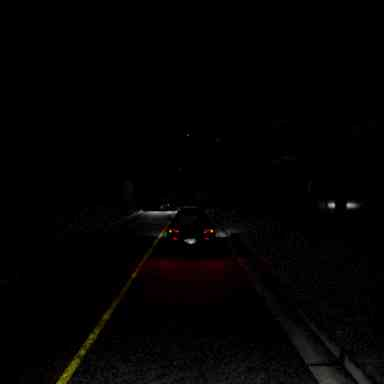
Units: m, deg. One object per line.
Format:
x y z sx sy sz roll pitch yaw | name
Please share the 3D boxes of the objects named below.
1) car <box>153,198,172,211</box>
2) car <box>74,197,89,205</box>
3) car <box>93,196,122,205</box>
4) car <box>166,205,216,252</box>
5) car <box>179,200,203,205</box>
-3.240 1.375 37.679 1.812 1.442 4.674 0 0 0 | car
-20.139 1.524 57.700 4.507 1.381 1.887 -1 0 -1 | car
-14.685 1.451 57.758 4.829 1.417 1.752 -1 0 -1 | car
-0.019 1.475 13.549 1.812 1.442 4.674 0 0 0 | car
-0.095 1.384 27.819 2.128 1.511 4.902 0 0 0 | car
